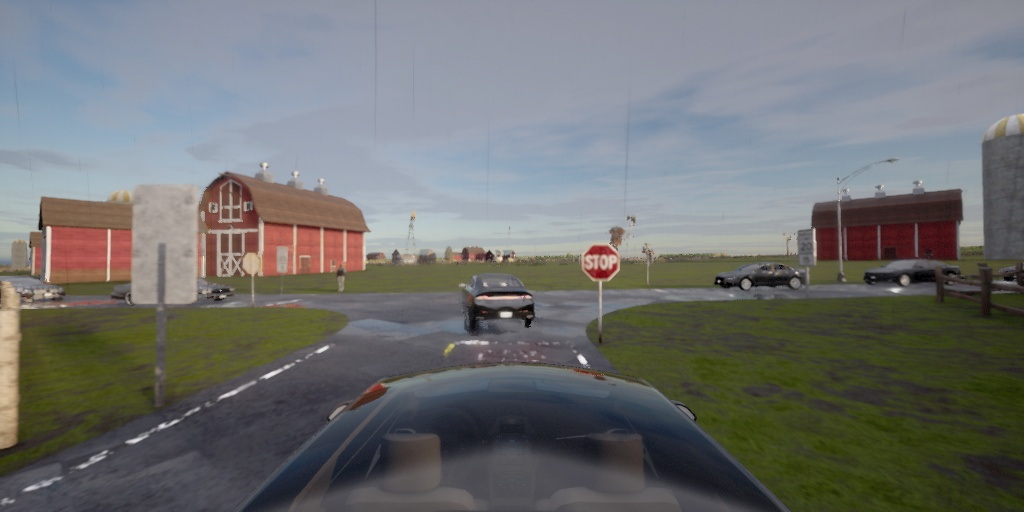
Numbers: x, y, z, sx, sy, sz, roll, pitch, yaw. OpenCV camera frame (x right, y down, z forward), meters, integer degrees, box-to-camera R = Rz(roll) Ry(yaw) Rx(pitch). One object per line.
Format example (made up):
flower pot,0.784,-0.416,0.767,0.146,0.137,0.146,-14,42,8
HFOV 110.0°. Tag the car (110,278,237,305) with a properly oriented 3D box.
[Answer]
car,-16.962,1.664,18.027,5.357,1.411,2.033,-1,-1,6

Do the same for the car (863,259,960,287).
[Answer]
car,23.747,0.964,21.405,5.008,1.535,1.882,-1,-1,-7

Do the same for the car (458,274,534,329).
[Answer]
car,-0.640,1.317,11.634,2.128,1.511,4.902,0,0,-12

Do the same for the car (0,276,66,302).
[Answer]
car,-26.682,1.813,19.169,4.674,1.442,1.812,-1,-1,8

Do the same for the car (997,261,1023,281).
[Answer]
car,33.958,0.865,22.788,5.357,1.411,2.033,-1,-1,-10

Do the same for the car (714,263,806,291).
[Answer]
car,14.170,1.149,20.563,4.892,1.490,1.837,-1,-1,-4

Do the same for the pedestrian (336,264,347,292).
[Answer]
pedestrian,-11.215,1.402,23.484,0.375,1.860,0.375,0,0,4
